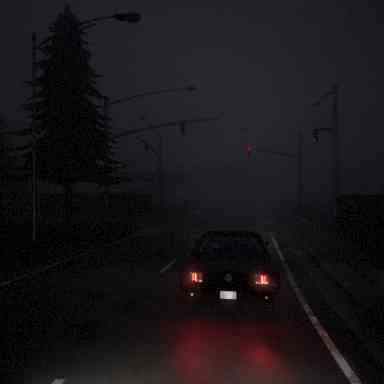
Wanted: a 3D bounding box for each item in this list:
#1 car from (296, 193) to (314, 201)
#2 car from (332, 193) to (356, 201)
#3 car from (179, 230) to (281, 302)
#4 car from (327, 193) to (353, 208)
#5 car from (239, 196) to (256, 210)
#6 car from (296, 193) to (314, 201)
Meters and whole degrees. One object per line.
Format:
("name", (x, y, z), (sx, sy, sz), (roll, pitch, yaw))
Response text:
("car", (26.057, 1.360, 76.777), (3.806, 1.475, 1.970), (0, 0, 10))
("car", (34.415, 1.097, 75.350), (4.605, 1.855, 1.932), (0, 0, 10))
("car", (0.979, 1.601, 8.289), (1.895, 1.301, 4.718), (0, 0, 8))
("car", (20.189, 1.330, 43.026), (5.027, 1.636, 2.152), (0, 0, 10))
("car", (7.177, 1.352, 43.231), (2.097, 1.767, 4.553), (0, 0, 10))
("car", (27.233, 1.076, 79.946), (3.866, 1.878, 1.905), (0, 0, 10))
